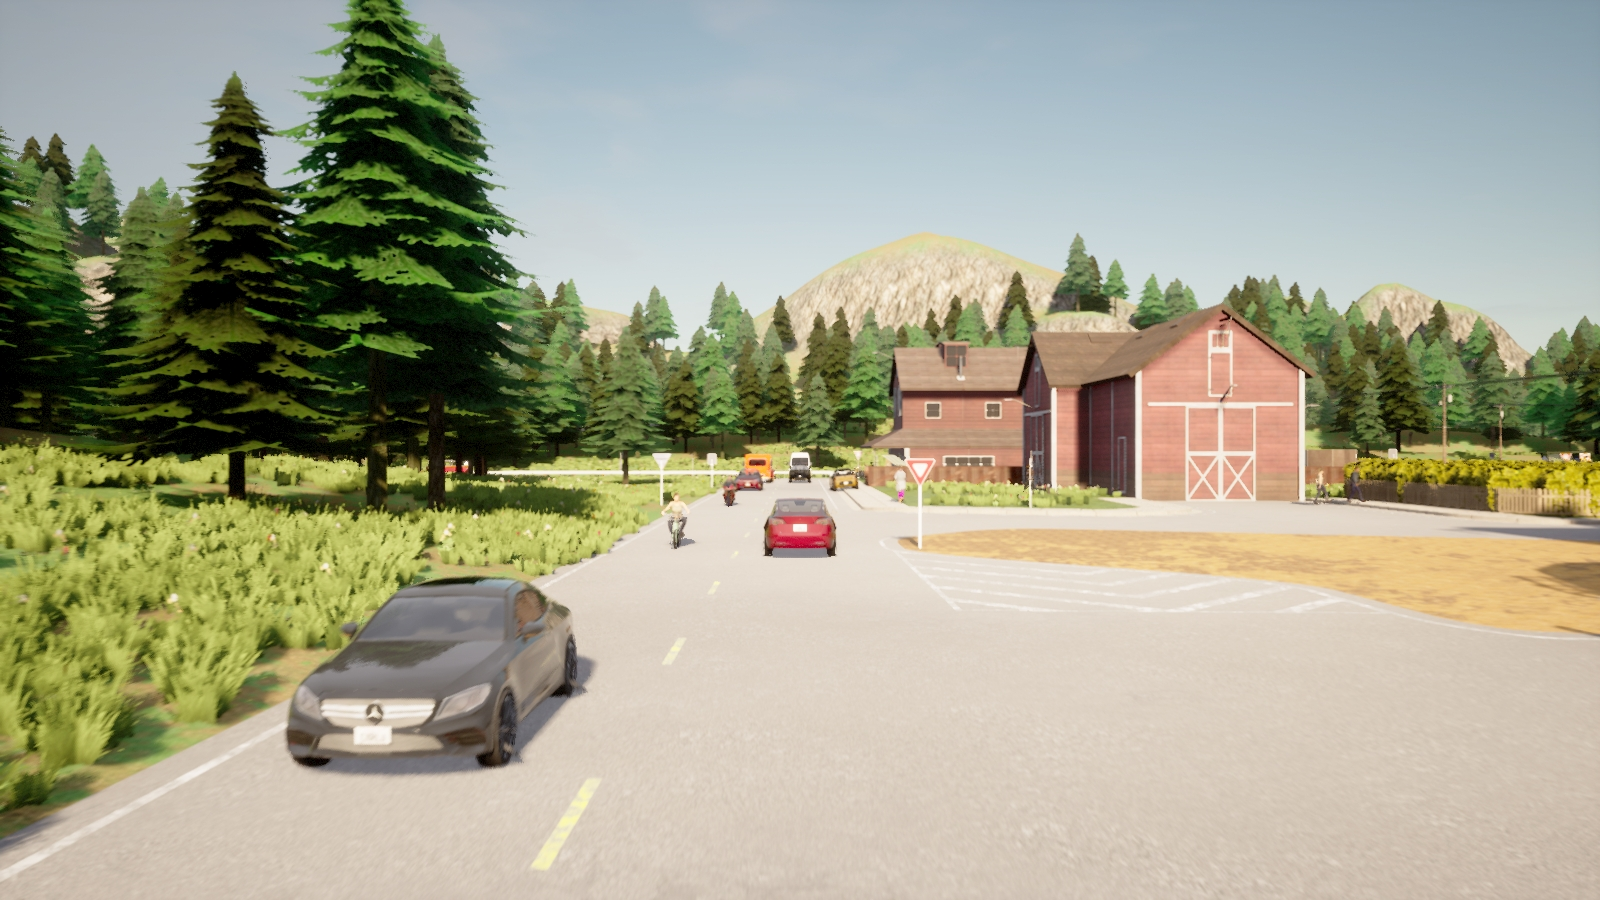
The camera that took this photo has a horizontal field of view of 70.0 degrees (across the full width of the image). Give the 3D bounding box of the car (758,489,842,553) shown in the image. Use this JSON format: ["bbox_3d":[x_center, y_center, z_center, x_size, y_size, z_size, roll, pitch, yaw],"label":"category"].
[{"bbox_3d":[0.001,1.923,31.868,2.163,1.488,4.792,0,0,0],"label":"car"}]

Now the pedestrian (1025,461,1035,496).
[{"bbox_3d":[12.326,1.497,61.132,0.375,1.860,0.375,0,0,-39],"label":"pedestrian"}]

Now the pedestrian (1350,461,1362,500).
[{"bbox_3d":[26.701,1.466,54.832,0.375,1.860,0.375,0,0,-31],"label":"pedestrian"}]

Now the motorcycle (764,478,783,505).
[{"bbox_3d":[-1.300,2.065,56.810,0.867,1.251,2.209,0,0,0],"label":"motorcycle"}]

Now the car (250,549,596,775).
[{"bbox_3d":[-3.501,1.941,11.691,2.002,1.442,4.674,0,0,0],"label":"car"}]

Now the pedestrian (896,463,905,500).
[{"bbox_3d":[5.007,1.556,56.913,0.375,1.860,0.375,0,0,-1],"label":"pedestrian"}]

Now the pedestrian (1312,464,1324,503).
[{"bbox_3d":[25.212,1.617,55.616,0.375,1.860,0.375,0,0,-11],"label":"pedestrian"}]
